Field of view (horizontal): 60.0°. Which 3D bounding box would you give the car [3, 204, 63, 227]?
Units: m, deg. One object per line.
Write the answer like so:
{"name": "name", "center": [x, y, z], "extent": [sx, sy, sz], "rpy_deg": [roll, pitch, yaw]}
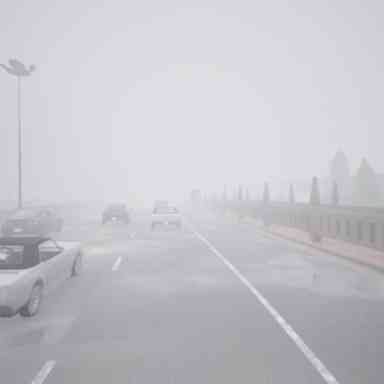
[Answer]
{"name": "car", "center": [-8.353, 1.611, 17.776], "extent": [1.812, 1.442, 4.674], "rpy_deg": [0, 0, -6]}

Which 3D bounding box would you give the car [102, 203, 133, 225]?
{"name": "car", "center": [-5.616, 1.597, 25.236], "extent": [1.837, 1.490, 4.892], "rpy_deg": [0, 0, -6]}

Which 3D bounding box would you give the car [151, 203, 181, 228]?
{"name": "car", "center": [-1.841, 1.667, 22.868], "extent": [1.895, 1.301, 4.718], "rpy_deg": [0, 0, -6]}

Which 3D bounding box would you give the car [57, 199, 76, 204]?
{"name": "car", "center": [-19.218, 1.849, 52.279], "extent": [1.994, 1.385, 4.181], "rpy_deg": [0, -1, -6]}

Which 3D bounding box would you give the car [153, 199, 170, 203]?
{"name": "car", "center": [-3.750, 1.631, 40.757], "extent": [1.837, 1.490, 4.892], "rpy_deg": [0, 0, -6]}

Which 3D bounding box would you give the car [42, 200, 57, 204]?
{"name": "car", "center": [-23.153, 2.037, 56.372], "extent": [1.895, 1.301, 4.718], "rpy_deg": [0, -2, -6]}

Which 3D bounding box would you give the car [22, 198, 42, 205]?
{"name": "car", "center": [-26.598, 1.791, 55.648], "extent": [2.097, 1.767, 4.553], "rpy_deg": [0, -2, -6]}

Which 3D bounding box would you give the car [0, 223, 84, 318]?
{"name": "car", "center": [-3.844, 1.634, 7.360], "extent": [1.895, 1.301, 4.718], "rpy_deg": [0, 0, -4]}
